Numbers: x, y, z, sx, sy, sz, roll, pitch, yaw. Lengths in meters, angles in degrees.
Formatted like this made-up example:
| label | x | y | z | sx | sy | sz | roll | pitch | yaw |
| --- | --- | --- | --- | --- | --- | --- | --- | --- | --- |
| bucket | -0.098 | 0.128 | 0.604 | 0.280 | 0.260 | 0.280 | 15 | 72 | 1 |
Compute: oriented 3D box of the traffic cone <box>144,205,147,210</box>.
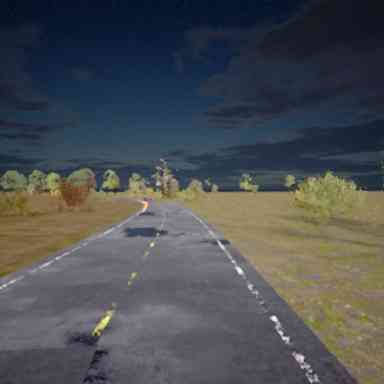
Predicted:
| label | x | y | z | sx | sy | sz | roll | pitch | yaw |
| --- | --- | --- | --- | --- | --- | --- | --- | --- | --- |
| traffic cone | -6.054 | 2.156 | 41.662 | 0.340 | 0.580 | 0.340 | 0 | 0 | -5 |

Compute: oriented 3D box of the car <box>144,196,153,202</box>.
| label | x | y | z | sx | sy | sz | roll | pitch | yaw |
| --- | --- | --- | --- | --- | --- | --- | --- | --- | --- |
| car | -12.273 | 1.957 | 93.431 | 2.033 | 1.411 | 5.357 | 0 | 0 | -15 |
